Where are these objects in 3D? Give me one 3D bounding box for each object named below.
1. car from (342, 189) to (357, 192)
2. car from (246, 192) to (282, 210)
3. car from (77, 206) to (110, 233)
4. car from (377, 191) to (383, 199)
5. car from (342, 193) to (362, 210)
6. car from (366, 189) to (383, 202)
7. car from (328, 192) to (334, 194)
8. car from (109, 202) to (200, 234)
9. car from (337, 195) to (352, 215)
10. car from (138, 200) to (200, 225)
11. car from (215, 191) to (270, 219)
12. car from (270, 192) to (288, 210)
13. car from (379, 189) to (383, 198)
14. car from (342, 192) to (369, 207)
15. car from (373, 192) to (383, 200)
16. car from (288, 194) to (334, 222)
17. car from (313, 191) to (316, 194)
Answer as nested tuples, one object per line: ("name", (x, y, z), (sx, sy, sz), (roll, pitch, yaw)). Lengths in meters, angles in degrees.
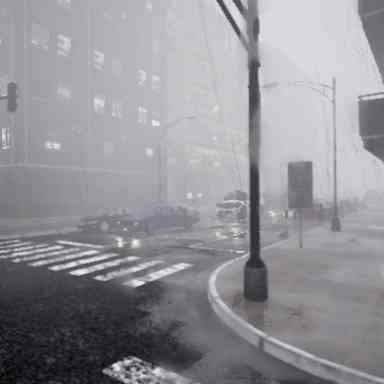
("car", (36.835, 0.284, 78.673), (2.192, 1.841, 5.009), (0, 1, 35))
("car", (8.171, 0.954, 37.576), (2.192, 1.841, 5.009), (0, 1, 35))
("car", (-4.568, 1.494, 19.313), (2.008, 1.369, 4.403), (0, 1, 35))
("car", (37.320, 0.579, 64.721), (1.887, 1.381, 4.507), (0, 1, 35))
("car", (15.026, 1.108, 32.756), (2.008, 1.369, 4.403), (0, 1, 35))
("car", (27.764, 0.572, 51.019), (2.192, 1.841, 5.009), (0, 1, 35))
("car", (27.282, 0.756, 64.978), (1.947, 1.339, 4.313), (0, 1, 35))
("car", (-1.720, 1.448, 18.836), (2.033, 1.411, 5.357), (-1, 0, 39))
("car", (11.841, 1.184, 28.190), (2.008, 1.369, 4.403), (0, 1, 35))
("car", (-1.480, 1.395, 23.739), (1.752, 1.417, 4.829), (0, 1, 35))
("car", (4.054, 0.984, 27.171), (2.150, 2.045, 5.566), (-1, 0, 35))
("car", (10.184, 0.968, 35.934), (2.097, 1.767, 4.553), (-1, 0, 35))
("car", (40.503, 0.276, 69.284), (2.192, 1.841, 5.009), (0, 1, 35))
("car", (18.308, 1.005, 37.462), (1.752, 1.417, 4.829), (0, 1, 35))
("car", (34.135, 0.660, 60.155), (2.008, 1.369, 4.403), (0, 1, 35))
("car", (8.655, 1.149, 23.622), (1.967, 1.590, 4.097), (0, 1, 35))
("car", (17.726, 0.729, 51.275), (2.192, 1.841, 5.009), (0, 1, 35))
